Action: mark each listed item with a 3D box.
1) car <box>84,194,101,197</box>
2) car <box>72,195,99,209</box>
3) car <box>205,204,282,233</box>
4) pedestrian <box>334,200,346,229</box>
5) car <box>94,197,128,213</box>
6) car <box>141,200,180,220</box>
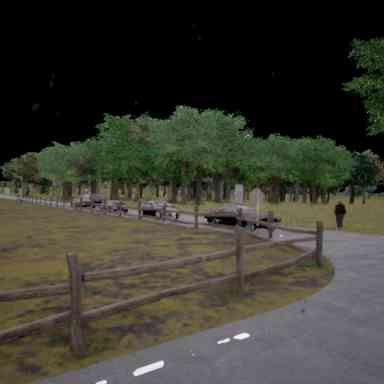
[{"bbox_3d":[-15.530,1.259,50.925,2.150,2.045,5.566,2,-1,-35],"label":"car"},{"bbox_3d":[-14.487,1.519,44.405,2.033,1.411,5.357,2,-1,-35],"label":"car"},{"bbox_3d":[2.979,1.585,19.679,1.895,1.301,4.718,2,-1,-35],"label":"car"},{"bbox_3d":[9.342,1.389,21.043,0.375,1.860,0.375,2,-1,-35],"label":"pedestrian"},{"bbox_3d":[-8.512,1.540,35.909,1.994,1.385,4.181,2,-1,-36],"label":"car"},{"bbox_3d":[-2.830,1.472,27.886,2.128,1.511,4.902,2,-1,-35],"label":"car"}]
